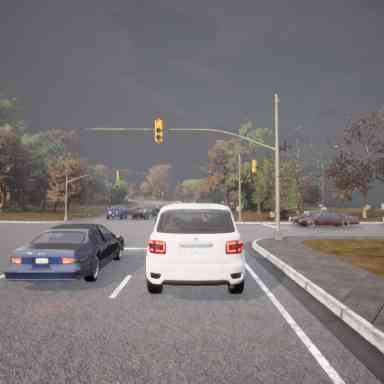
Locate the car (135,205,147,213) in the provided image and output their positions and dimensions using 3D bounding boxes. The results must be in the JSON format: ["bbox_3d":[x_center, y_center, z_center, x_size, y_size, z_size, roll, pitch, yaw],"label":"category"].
[{"bbox_3d":[-10.475,3.483,68.656,1.895,1.301,4.718,0,0,0],"label":"car"}]

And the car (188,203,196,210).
[{"bbox_3d":[0.029,3.339,77.667,1.837,1.490,4.892,0,0,0],"label":"car"}]

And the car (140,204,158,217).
[{"bbox_3d":[-7.069,3.012,55.350,2.150,2.045,5.566,0,-1,0],"label":"car"}]

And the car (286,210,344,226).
[{"bbox_3d":[12.008,2.491,32.669,4.902,1.511,2.128,0,-3,-1],"label":"car"}]

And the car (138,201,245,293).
[{"bbox_3d":[0.086,1.321,9.202,2.150,2.045,5.566,0,-1,0],"label":"car"}]

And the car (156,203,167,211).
[{"bbox_3d":[-6.972,3.388,75.969,2.033,1.411,5.357,0,0,0],"label":"car"}]

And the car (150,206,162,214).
[{"bbox_3d":[-7.016,3.487,65.271,1.895,1.301,4.718,0,0,1],"label":"car"}]

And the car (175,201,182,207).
[{"bbox_3d":[-3.561,3.101,87.467,1.882,1.535,5.008,0,0,-3],"label":"car"}]

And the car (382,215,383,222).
[{"bbox_3d":[21.430,2.508,33.029,4.902,1.511,2.128,0,-3,-3],"label":"car"}]

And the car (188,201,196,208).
[{"bbox_3d":[-0.085,3.295,87.819,1.837,1.490,4.892,0,0,-3],"label":"car"}]

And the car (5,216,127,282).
[{"bbox_3d":[-3.414,1.665,10.057,2.033,1.411,5.357,0,-1,0],"label":"car"}]

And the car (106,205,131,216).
[{"bbox_3d":[-10.590,2.813,47.183,2.150,2.045,5.566,0,-2,-2],"label":"car"}]

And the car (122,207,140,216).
[{"bbox_3d":[-10.556,3.376,57.618,2.033,1.411,5.357,0,-1,1],"label":"car"}]

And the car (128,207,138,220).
[{"bbox_3d":[-7.070,3.148,45.822,1.895,1.301,4.718,0,-2,-1],"label":"car"}]

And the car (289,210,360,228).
[{"bbox_3d":[11.727,2.390,29.154,5.357,1.411,2.033,0,-3,-1],"label":"car"}]
